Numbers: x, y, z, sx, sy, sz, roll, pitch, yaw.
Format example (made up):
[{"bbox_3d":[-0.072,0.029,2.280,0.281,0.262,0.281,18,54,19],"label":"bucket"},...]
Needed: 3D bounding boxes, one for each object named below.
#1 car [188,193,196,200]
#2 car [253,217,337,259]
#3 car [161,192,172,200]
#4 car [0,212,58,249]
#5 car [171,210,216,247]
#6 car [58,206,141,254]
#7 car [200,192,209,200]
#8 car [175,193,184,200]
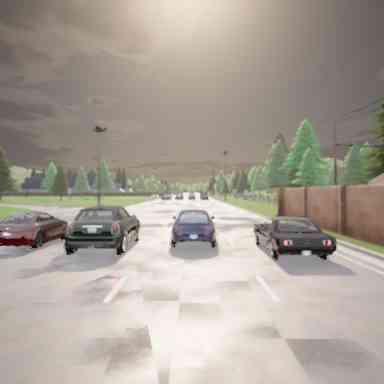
[{"bbox_3d":[-0.022,1.462,88.921,1.812,1.442,4.674,0,0,0],"label":"car"},{"bbox_3d":[3.559,1.592,12.495,1.895,1.301,4.718,0,0,0],"label":"car"},{"bbox_3d":[-7.022,1.480,88.569,1.994,1.385,4.181,0,0,0],"label":"car"},{"bbox_3d":[-6.929,1.554,14.494,1.994,1.385,4.181,0,0,0],"label":"car"},{"bbox_3d":[0.072,1.515,14.932,1.812,1.442,4.674,0,0,0],"label":"car"},{"bbox_3d":[-3.436,1.341,13.618,2.097,1.767,4.553,0,0,0],"label":"car"},{"bbox_3d":[3.479,1.478,87.770,2.033,1.411,5.357,0,0,0],"label":"car"},{"bbox_3d":[-3.522,1.463,88.913,2.128,1.511,4.902,0,0,0],"label":"car"}]
